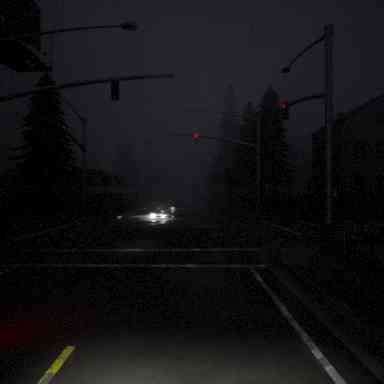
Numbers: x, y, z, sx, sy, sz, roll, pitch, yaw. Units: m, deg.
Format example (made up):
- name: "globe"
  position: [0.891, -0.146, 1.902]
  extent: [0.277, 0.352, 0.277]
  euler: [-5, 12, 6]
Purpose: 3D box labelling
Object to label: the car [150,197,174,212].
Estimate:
- name: "car"
  position: [-3.618, 1.491, 38.108]
  extent: [2.128, 1.511, 4.902]
  euler: [0, 0, 0]
